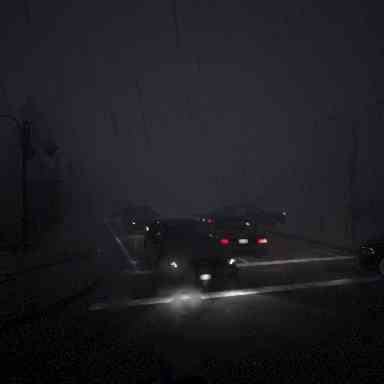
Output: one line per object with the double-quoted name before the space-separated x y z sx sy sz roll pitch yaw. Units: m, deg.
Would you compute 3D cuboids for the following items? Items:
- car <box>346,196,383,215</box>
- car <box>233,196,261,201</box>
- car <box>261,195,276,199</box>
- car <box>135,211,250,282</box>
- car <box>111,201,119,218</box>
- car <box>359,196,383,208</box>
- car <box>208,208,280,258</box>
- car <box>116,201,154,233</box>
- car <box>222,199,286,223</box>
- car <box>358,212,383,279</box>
"car" 15.546 1.355 29.271 1.970 1.475 3.806 0 0 -17
"car" 7.266 1.287 46.207 2.007 1.523 4.514 0 0 -17
"car" 10.252 1.277 47.171 2.152 1.636 5.027 0 0 -17
"car" -0.368 1.543 10.140 2.033 1.411 5.357 0 0 -15
"car" -6.313 1.516 30.111 2.033 1.411 5.357 0 0 -17
"car" 23.819 1.273 43.279 1.845 1.501 3.633 0 0 -17
"car" 1.397 1.539 12.610 2.033 1.411 5.357 0 0 -4
"car" -3.127 1.529 19.967 2.033 1.411 5.357 0 0 -17
"car" 2.902 1.467 19.515 5.357 1.411 2.033 -3 2 -25
"car" 6.785 1.475 7.997 5.008 1.535 1.882 0 0 36
